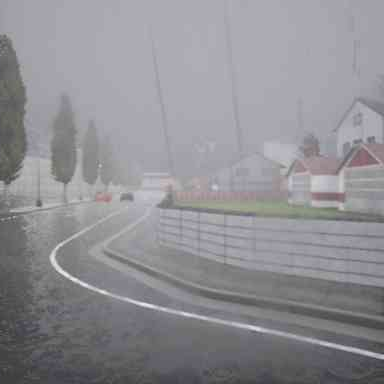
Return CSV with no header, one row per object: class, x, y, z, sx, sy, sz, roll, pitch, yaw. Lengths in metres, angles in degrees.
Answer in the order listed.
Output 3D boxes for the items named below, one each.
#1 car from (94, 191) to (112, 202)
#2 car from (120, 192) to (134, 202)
car,-13.884,0.640,52.215,2.097,1.767,4.553,0,1,-5
car,-10.527,0.765,54.075,1.837,1.490,4.892,0,1,-5
